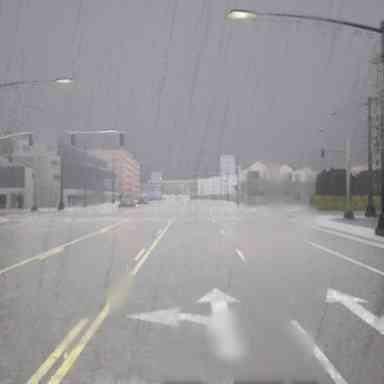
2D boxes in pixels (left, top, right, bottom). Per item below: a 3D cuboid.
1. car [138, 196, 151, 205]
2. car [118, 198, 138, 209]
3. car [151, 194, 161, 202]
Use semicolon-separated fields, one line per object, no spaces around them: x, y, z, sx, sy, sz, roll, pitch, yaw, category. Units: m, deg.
-10.484;2.032;71.190;1.837;1.490;4.892;0;0;0;car
-10.496;1.760;53.452;2.097;1.767;4.553;0;-1;0;car
-10.479;1.560;91.896;2.150;2.045;5.566;0;0;0;car
